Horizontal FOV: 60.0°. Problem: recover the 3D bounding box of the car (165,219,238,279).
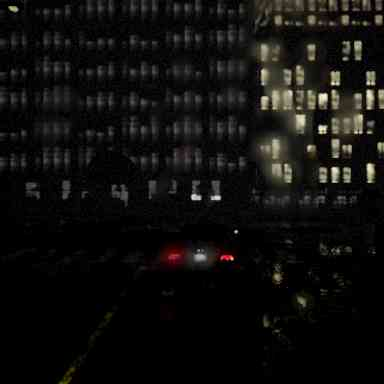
[{"bbox_3d":[0.420,1.529,10.028,2.033,1.411,5.357,0,0,5],"label":"car"}]
